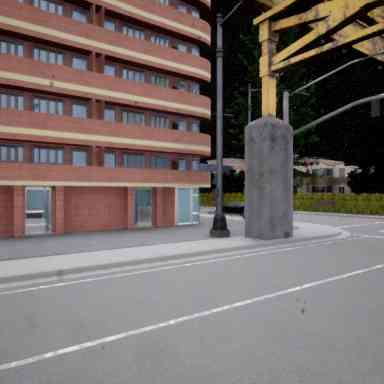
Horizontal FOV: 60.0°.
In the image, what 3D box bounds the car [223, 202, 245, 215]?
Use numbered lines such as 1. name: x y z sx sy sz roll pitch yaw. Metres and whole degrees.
1. car: 4.608 1.601 31.576 1.895 1.301 4.718 0 0 -35
